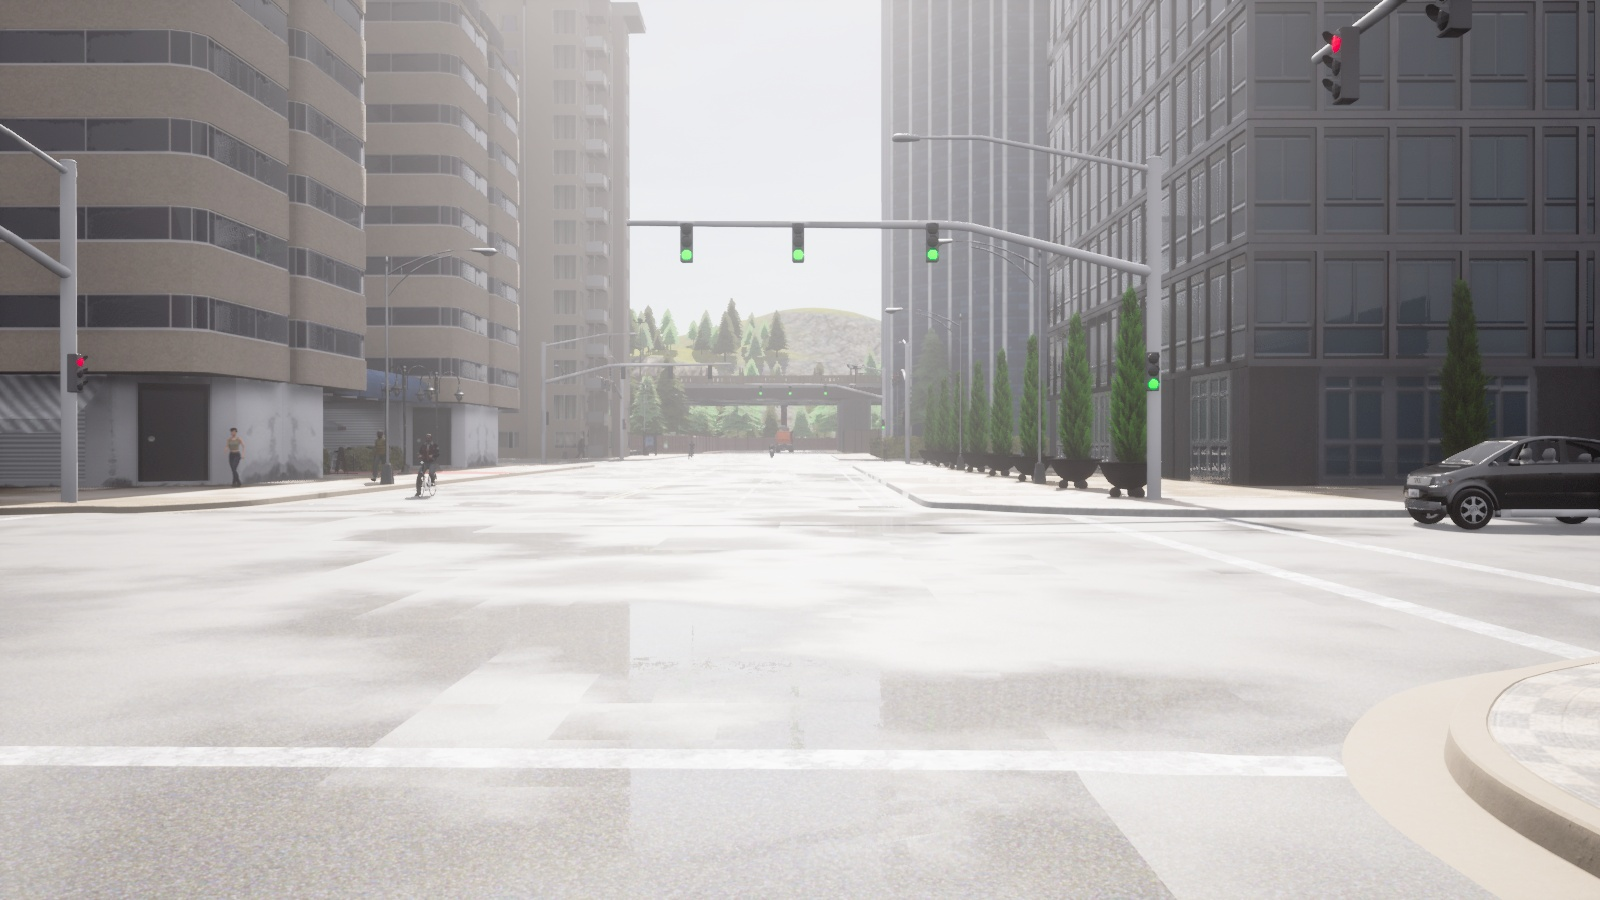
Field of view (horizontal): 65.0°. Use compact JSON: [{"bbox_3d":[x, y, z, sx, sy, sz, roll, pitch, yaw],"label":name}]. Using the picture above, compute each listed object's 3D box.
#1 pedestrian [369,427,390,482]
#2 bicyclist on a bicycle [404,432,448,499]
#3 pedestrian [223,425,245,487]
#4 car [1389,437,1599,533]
[{"bbox_3d":[-14.230,0.158,42.485,0.370,1.835,0.726,0,0,9],"label":"pedestrian"},{"bbox_3d":[-10.291,0.417,34.588,0.659,1.776,1.843,0,0,0],"label":"bicyclist on a bicycle"},{"bbox_3d":[-17.146,0.180,38.051,0.345,1.836,0.594,0,0,10],"label":"pedestrian"},{"bbox_3d":[12.269,0.561,21.317,3.705,1.549,1.789,0,0,1],"label":"car"}]
